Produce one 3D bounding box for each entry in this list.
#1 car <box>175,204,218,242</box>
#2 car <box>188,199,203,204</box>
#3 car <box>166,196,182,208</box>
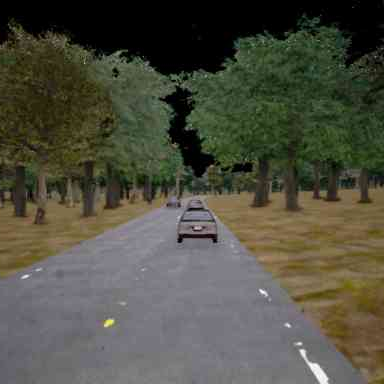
[{"bbox_3d":[0.255,1.540,16.308,2.033,1.411,5.357,0,0,0],"label":"car"},{"bbox_3d":[0.407,1.564,39.339,1.994,1.385,4.181,0,0,0],"label":"car"},{"bbox_3d":[-2.661,1.356,48.884,2.097,1.767,4.553,0,0,1],"label":"car"}]
